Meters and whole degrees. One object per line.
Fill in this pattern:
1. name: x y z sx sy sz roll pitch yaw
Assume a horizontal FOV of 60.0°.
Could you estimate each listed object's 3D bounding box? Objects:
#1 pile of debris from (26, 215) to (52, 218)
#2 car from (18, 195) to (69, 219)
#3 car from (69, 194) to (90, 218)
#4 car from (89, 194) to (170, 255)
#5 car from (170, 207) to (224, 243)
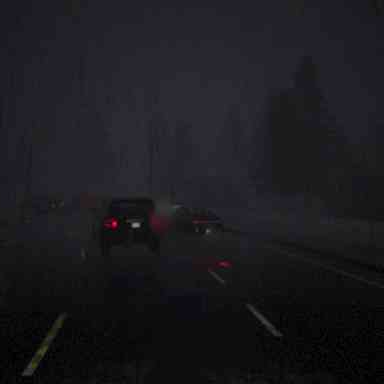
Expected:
1. pile of debris: -13.822 2.220 30.065 1.860 0.140 1.500 0 0 42
2. car: -13.575 1.265 29.717 5.566 2.045 2.150 0 0 43
3. car: -10.039 1.244 31.133 2.150 2.045 5.566 0 0 -45
4. car: -2.838 1.222 13.768 2.150 2.045 5.566 0 0 -21
5. car: -0.154 1.477 16.236 2.128 1.511 4.902 0 0 -21
